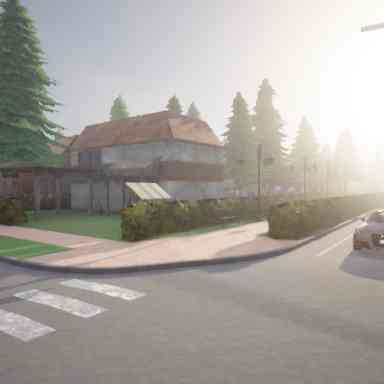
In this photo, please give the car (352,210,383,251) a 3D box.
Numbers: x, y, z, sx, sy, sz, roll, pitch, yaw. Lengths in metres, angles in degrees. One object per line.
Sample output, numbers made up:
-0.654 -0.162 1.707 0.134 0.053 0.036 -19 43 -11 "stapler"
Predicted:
7.208 1.363 12.079 1.994 1.385 4.181 1 1 35 "car"
